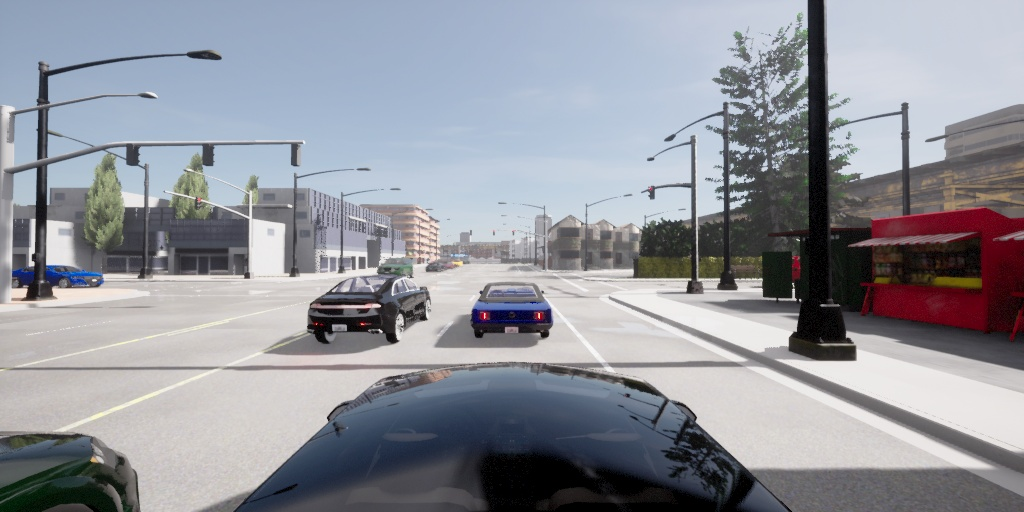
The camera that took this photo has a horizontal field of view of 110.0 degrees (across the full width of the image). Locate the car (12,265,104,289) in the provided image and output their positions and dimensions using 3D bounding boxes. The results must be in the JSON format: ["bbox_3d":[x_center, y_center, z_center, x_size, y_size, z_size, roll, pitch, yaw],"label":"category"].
[{"bbox_3d":[-29.746,1.316,23.405,5.008,1.535,1.882,0,-1,0],"label":"car"}]

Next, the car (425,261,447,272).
[{"bbox_3d":[-11.099,1.625,51.467,1.882,1.535,5.008,0,-1,0],"label":"car"}]

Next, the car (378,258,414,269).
[{"bbox_3d":[-10.922,1.203,34.025,2.150,2.045,5.566,0,-1,-1],"label":"car"}]

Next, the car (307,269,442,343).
[{"bbox_3d":[-3.511,1.257,9.707,2.128,1.511,4.902,0,0,0],"label":"car"}]

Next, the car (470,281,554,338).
[{"bbox_3d":[-0.010,1.365,10.185,1.895,1.301,4.718,0,0,0],"label":"car"}]

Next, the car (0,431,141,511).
[{"bbox_3d":[-3.373,1.314,0.538,1.994,1.385,4.181,0,0,-1],"label":"car"}]

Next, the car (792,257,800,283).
[{"bbox_3d":[20.112,1.054,23.510,5.566,2.045,2.150,0,-1,0],"label":"car"}]

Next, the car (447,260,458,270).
[{"bbox_3d":[-11.178,1.675,62.631,1.812,1.442,4.674,0,0,0],"label":"car"}]
